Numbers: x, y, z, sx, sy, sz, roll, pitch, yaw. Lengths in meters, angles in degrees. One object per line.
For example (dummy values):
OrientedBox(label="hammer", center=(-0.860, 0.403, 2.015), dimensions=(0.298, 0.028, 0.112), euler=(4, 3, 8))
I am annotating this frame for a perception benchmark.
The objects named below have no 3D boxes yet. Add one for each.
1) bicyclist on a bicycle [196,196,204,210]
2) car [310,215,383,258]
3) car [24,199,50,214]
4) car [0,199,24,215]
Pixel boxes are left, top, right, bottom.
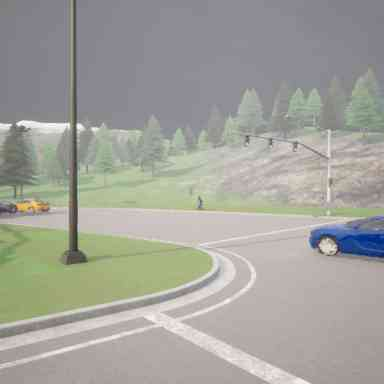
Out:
OrientedBox(label="bicyclist on a bicycle", center=(0.900, 1.302, 38.405), dimensions=(0.582, 1.620, 1.656), euler=(0, 0, 34))
OrientedBox(label="car", center=(6.473, 1.477, 11.005), dimensions=(5.008, 1.535, 1.882), euler=(0, 0, 43))
OrientedBox(label="car", center=(-17.621, 1.478, 35.580), dimensions=(5.008, 1.535, 1.882), euler=(0, -1, 18))
OrientedBox(label="car", center=(-19.218, 1.526, 32.436), dimensions=(4.674, 1.442, 1.812), euler=(0, -1, 18))
